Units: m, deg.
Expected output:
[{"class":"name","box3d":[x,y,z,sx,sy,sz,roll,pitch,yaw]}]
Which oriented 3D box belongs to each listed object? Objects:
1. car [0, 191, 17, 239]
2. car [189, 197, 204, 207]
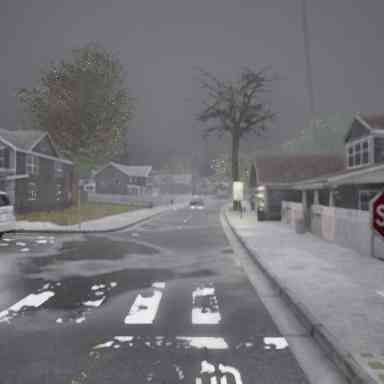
[{"class":"car","box3d":[-9.567,0.920,12.601,5.566,2.045,2.150,1,1,7]},{"class":"car","box3d":[0.807,1.578,53.990,1.994,1.385,4.181,0,0,8]}]
